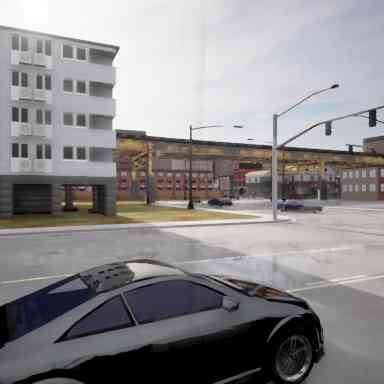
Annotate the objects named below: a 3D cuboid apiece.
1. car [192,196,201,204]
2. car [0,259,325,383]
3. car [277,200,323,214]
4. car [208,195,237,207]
[{"bbox_3d":[0.712,1.526,65.787,1.812,1.442,4.674,0,0,3],"label":"car"},{"bbox_3d":[-0.379,1.564,4.054,4.181,1.385,1.994,0,0,-30],"label":"car"},{"bbox_3d":[11.567,1.547,36.185,2.033,1.411,5.357,0,0,-25],"label":"car"},{"bbox_3d":[4.324,1.547,51.519,2.033,1.411,5.357,0,0,-25],"label":"car"}]
